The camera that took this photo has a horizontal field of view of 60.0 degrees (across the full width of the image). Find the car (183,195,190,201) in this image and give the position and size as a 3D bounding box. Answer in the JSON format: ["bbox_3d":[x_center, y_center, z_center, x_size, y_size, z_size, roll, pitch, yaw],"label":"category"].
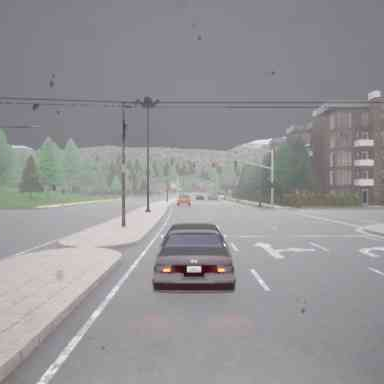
[{"bbox_3d":[-1.457,1.503,85.546,1.812,1.442,4.674,0,0,0],"label":"car"}]

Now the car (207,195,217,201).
[{"bbox_3d":[5.543,1.520,85.587,2.033,1.411,5.357,0,0,0],"label":"car"}]

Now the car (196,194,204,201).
[{"bbox_3d":[2.043,1.458,85.582,1.882,1.535,5.008,0,0,0],"label":"car"}]

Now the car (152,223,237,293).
[{"bbox_3d":[0.048,1.545,8.975,2.033,1.411,5.357,0,0,0],"label":"car"}]

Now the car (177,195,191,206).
[{"bbox_3d":[-1.317,1.339,54.721,2.097,1.767,4.553,0,0,-1],"label":"car"}]
